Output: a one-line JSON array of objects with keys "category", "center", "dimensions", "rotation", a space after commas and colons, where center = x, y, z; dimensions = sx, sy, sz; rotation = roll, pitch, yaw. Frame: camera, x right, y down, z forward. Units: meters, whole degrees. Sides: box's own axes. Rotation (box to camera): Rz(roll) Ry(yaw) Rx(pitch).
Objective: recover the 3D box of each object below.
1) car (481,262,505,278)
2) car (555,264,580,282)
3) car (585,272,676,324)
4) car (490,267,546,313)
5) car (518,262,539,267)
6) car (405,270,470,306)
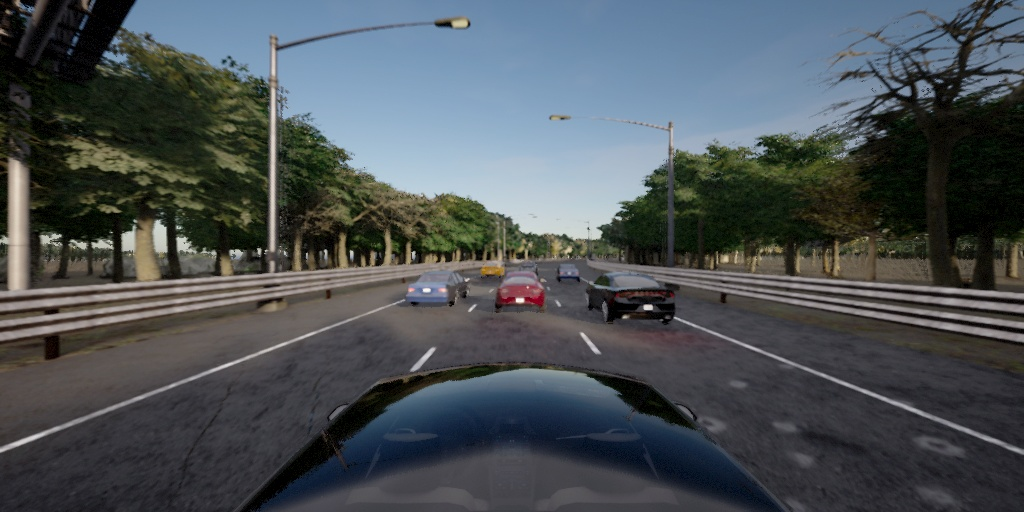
[{"category": "car", "center": [-1.855, 1.358, 36.170], "dimensions": [1.882, 1.535, 5.008], "rotation": [0, 0, 5]}, {"category": "car", "center": [4.718, 1.420, 30.792], "dimensions": [2.033, 1.411, 5.357], "rotation": [0, 0, 4]}, {"category": "car", "center": [3.781, 1.275, 12.263], "dimensions": [1.882, 1.535, 5.008], "rotation": [0, 0, 1]}, {"category": "car", "center": [0.343, 1.325, 14.281], "dimensions": [1.812, 1.442, 4.674], "rotation": [0, 0, 2]}, {"category": "car", "center": [1.648, 1.378, 36.032], "dimensions": [2.128, 1.511, 4.902], "rotation": [0, 0, 5]}, {"category": "car", "center": [-3.114, 1.346, 15.960], "dimensions": [2.033, 1.411, 5.357], "rotation": [0, 0, 2]}]
